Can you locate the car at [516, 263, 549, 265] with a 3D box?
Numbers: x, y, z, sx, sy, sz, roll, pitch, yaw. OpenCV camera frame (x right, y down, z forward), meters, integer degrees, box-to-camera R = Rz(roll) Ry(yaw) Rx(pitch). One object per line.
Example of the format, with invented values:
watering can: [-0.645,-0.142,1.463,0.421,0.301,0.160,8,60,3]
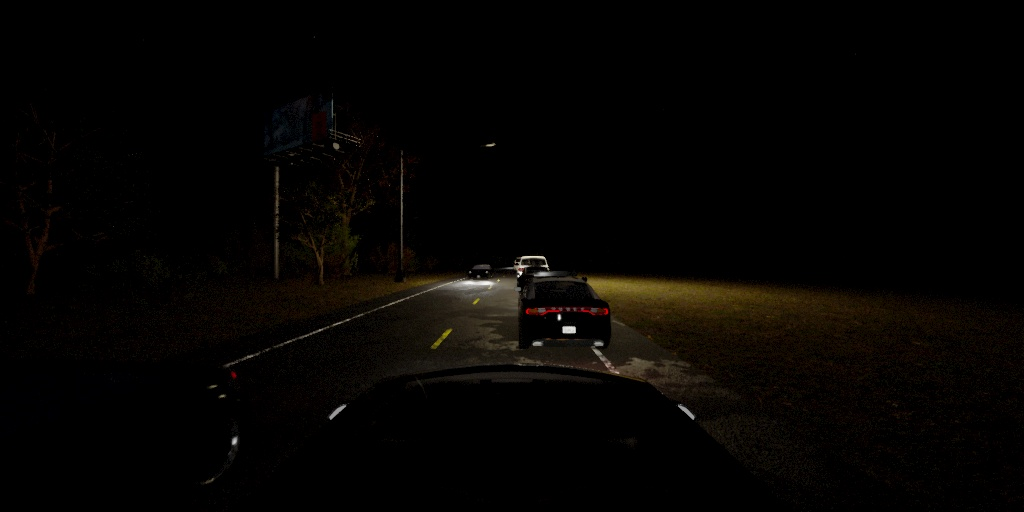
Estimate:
car: [1.276,1.296,19.152,1.837,1.490,4.892,0,0,1]

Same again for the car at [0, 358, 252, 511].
car: [-3.468,1.314,1.675,1.994,1.385,4.181,0,0,0]

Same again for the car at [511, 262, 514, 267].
car: [1.391,1.203,46.506,2.150,2.045,5.566,0,0,4]

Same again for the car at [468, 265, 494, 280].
car: [-2.792,1.472,33.021,1.895,1.301,4.718,0,0,2]

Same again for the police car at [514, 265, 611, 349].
police car: [1.099,1.184,9.297,1.930,1.638,5.238,0,0,1]

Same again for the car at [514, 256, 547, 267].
car: [1.444,1.044,25.161,2.150,2.045,5.566,0,0,2]
